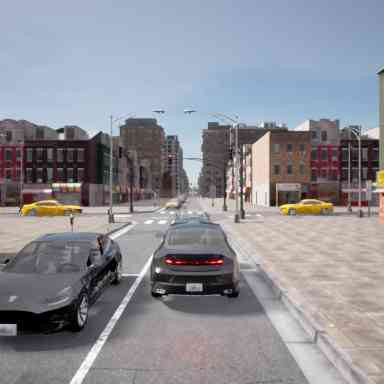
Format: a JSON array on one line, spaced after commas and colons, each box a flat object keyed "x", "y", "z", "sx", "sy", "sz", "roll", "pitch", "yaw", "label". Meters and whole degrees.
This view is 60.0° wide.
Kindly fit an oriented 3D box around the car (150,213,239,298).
[{"x": 0.083, "y": 1.507, "z": 8.536, "sx": 1.837, "sy": 1.490, "sz": 4.892, "roll": 0, "pitch": 0, "yaw": 1, "label": "car"}]

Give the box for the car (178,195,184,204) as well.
[{"x": -2.561, "y": 1.604, "z": 50.233, "sx": 1.887, "sy": 1.381, "sz": 4.507, "roll": 0, "pitch": 0, "yaw": 0, "label": "car"}]

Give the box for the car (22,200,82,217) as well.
[{"x": -12.355, "y": 1.508, "z": 29.607, "sx": 5.008, "sy": 1.535, "sz": 1.882, "roll": 0, "pitch": 0, "yaw": -2, "label": "car"}]

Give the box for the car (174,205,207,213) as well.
[{"x": 0.054, "y": 1.608, "z": 17.747, "sx": 1.895, "sy": 1.301, "sz": 4.718, "roll": 0, "pitch": 0, "yaw": 1, "label": "car"}]

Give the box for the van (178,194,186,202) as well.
[{"x": -2.512, "y": 1.507, "z": 83.866, "sx": 1.690, "sy": 1.788, "sz": 3.998, "roll": 0, "pitch": 0, "yaw": 0, "label": "van"}]

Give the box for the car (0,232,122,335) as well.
[{"x": -2.623, "y": 1.567, "z": 6.858, "sx": 1.947, "sy": 1.339, "sz": 4.313, "roll": 0, "pitch": 0, "yaw": 0, "label": "car"}]

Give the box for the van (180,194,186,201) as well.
[{"x": -2.496, "y": 1.551, "z": 95.077, "sx": 1.690, "sy": 1.788, "sz": 3.998, "roll": 0, "pitch": 0, "yaw": 0, "label": "van"}]

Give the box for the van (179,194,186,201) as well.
[{"x": -2.504, "y": 1.529, "z": 89.471, "sx": 1.690, "sy": 1.788, "sz": 3.998, "roll": 0, "pitch": 0, "yaw": 0, "label": "van"}]

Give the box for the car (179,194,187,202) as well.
[{"x": -2.537, "y": 1.547, "z": 67.049, "sx": 1.967, "sy": 1.590, "sz": 4.097, "roll": 0, "pitch": 0, "yaw": 0, "label": "car"}]

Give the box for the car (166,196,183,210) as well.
[{"x": -2.569, "y": 1.571, "z": 44.458, "sx": 1.752, "sy": 1.417, "sz": 4.829, "roll": 0, "pitch": 0, "yaw": 0, "label": "car"}]

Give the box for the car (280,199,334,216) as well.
[{"x": 11.128, "y": 1.487, "z": 32.423, "sx": 5.008, "sy": 1.535, "sz": 1.882, "roll": -1, "pitch": 0, "yaw": 0, "label": "car"}]

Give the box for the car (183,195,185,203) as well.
[{"x": -2.553, "y": 1.655, "z": 55.838, "sx": 1.802, "sy": 1.307, "sz": 4.206, "roll": 0, "pitch": 0, "yaw": 0, "label": "car"}]
